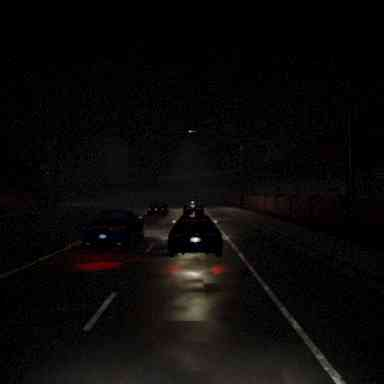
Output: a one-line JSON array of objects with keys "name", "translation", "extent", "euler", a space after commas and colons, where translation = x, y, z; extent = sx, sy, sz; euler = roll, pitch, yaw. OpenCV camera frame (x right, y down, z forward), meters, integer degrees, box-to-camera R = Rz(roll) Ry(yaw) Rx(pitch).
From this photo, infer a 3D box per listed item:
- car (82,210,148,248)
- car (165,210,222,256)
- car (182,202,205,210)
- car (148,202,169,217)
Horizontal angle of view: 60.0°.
[{"name": "car", "translation": [-3.381, 1.543, 15.056], "extent": [1.882, 1.535, 5.008], "euler": [0, 0, 0]}, {"name": "car", "translation": [0.116, 1.623, 13.410], "extent": [1.994, 1.385, 4.181], "euler": [0, 0, 0]}, {"name": "car", "translation": [0.139, 1.625, 30.709], "extent": [2.128, 1.511, 4.902], "euler": [0, 0, 0]}, {"name": "car", "translation": [-3.366, 1.693, 33.558], "extent": [2.033, 1.411, 5.357], "euler": [0, 0, 0]}]
